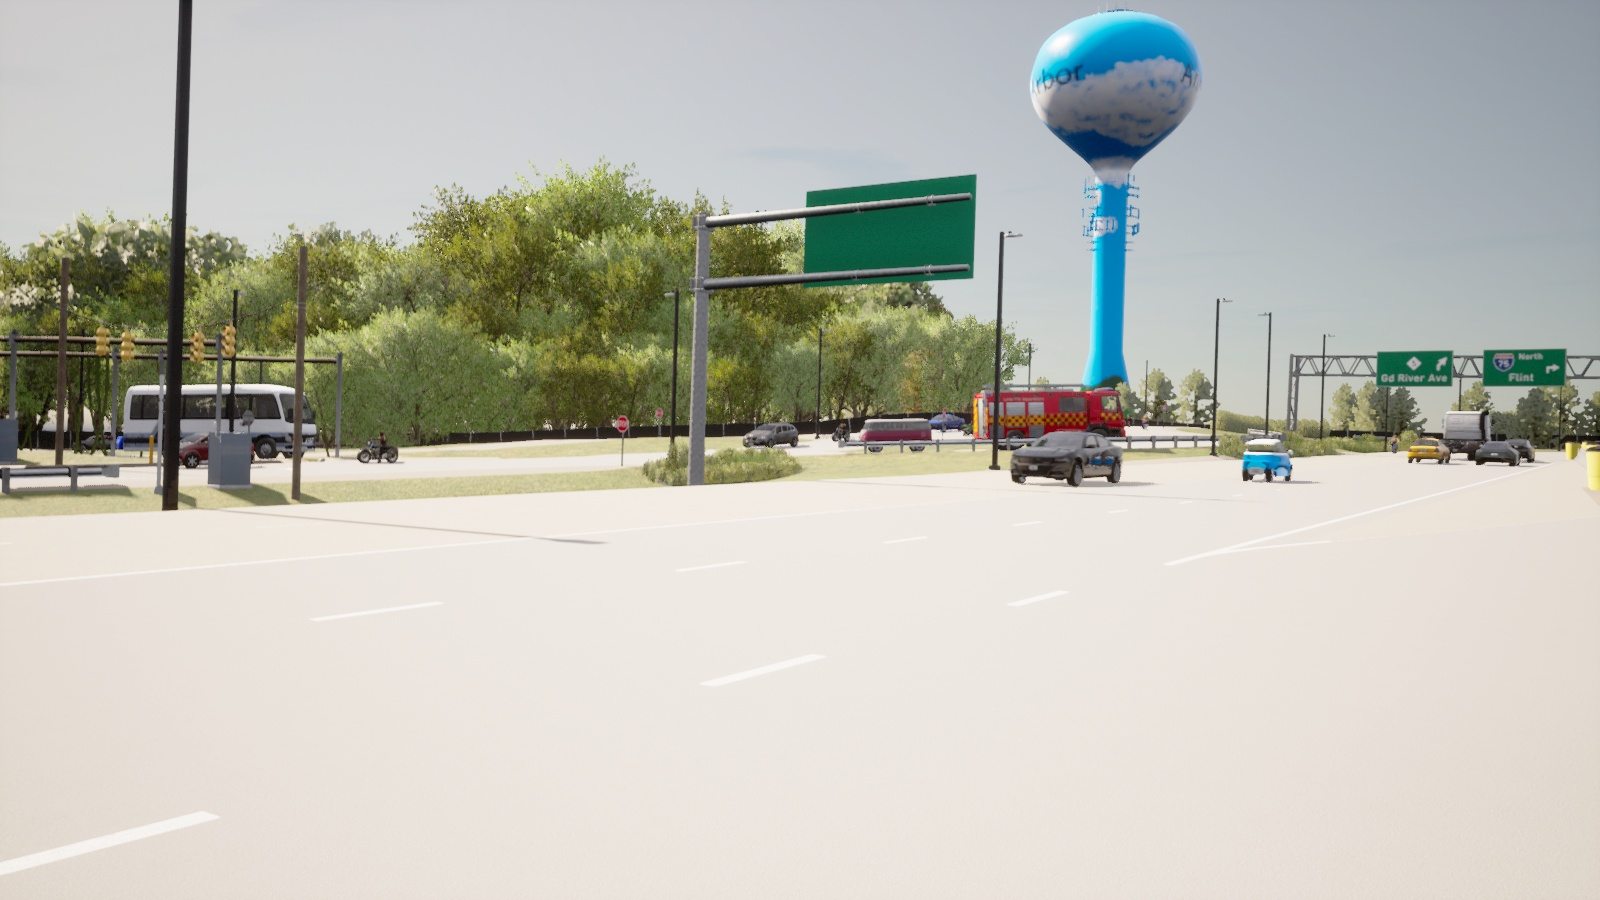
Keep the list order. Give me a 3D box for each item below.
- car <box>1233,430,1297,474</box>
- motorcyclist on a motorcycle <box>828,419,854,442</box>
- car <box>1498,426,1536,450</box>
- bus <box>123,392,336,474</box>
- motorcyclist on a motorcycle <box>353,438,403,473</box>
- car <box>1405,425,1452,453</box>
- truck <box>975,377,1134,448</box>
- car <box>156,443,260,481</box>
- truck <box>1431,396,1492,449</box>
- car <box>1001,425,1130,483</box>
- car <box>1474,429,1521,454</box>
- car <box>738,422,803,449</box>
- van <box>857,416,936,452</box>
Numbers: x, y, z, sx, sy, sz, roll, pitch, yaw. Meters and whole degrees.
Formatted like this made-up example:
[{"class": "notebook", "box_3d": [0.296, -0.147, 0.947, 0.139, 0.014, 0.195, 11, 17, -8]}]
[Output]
[{"class": "car", "box_3d": [15.218, 0.051, 41.069, 1.481, 1.376, 2.207, 1, 2, 34]}, {"class": "motorcyclist on a motorcycle", "box_3d": [3.119, -1.475, 95.204, 0.766, 1.649, 2.350, 1, 5, 34]}, {"class": "car", "box_3d": [47.028, -0.800, 82.335, 1.837, 1.490, 4.892, 1, 1, 34]}, {"class": "bus", "box_3d": [-31.783, -0.905, 70.181, 10.273, 4.253, 3.944, -1, 0, 8]}, {"class": "motorcyclist on a motorcycle", "box_3d": [-20.943, 0.254, 62.403, 0.766, 1.649, 2.350, 1, 2, 35]}, {"class": "car", "box_3d": [36.599, -0.678, 73.035, 1.801, 1.575, 5.366, 1, 1, 34]}, {"class": "truck", "box_3d": [14.785, -2.185, 73.240, 8.468, 3.827, 2.891, -2, 1, -8]}, {"class": "car", "box_3d": [-25.844, 0.489, 54.945, 1.789, 1.549, 3.705, 1, 2, 32]}, {"class": "truck", "box_3d": [45.711, -1.873, 86.643, 2.891, 3.462, 7.936, 1, 1, 34]}, {"class": "car", "box_3d": [7.719, 0.063, 36.149, 1.882, 1.535, 5.008, 1, 1, 34]}, {"class": "car", "box_3d": [39.572, -0.517, 71.189, 1.994, 1.385, 4.181, 1, 1, 34]}, {"class": "car", "box_3d": [-2.022, -1.013, 87.778, 2.242, 1.667, 4.611, 1, 4, 35]}, {"class": "van", "box_3d": [5.783, -0.954, 75.476, 4.442, 1.987, 1.775, -2, 0, -7]}]
